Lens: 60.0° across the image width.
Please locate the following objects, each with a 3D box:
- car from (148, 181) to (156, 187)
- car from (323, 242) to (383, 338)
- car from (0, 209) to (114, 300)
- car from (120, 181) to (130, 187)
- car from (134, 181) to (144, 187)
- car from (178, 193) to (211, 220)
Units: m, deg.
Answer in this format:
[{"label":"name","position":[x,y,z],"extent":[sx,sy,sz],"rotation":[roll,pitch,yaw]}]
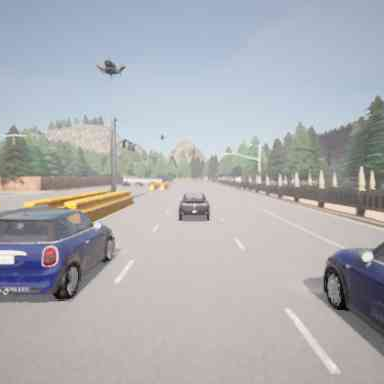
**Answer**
[{"label":"car","position":[-10.103,-2.080,85.374],"extent":[1.882,1.535,5.008],"rotation":[0,3,0]},{"label":"car","position":[3.600,1.287,4.623],"extent":[2.097,1.767,4.553],"rotation":[0,1,0]},{"label":"car","position":[-3.398,1.181,8.197],"extent":[2.097,1.767,4.553],"rotation":[0,2,0]},{"label":"car","position":[-17.102,-2.062,85.472],"extent":[1.837,1.490,4.892],"rotation":[0,3,0]},{"label":"car","position":[-13.603,-2.035,85.396],"extent":[1.812,1.442,4.674],"rotation":[0,3,0]},{"label":"car","position":[0.141,0.785,20.632],"extent":[2.128,1.511,4.902],"rotation":[0,2,0]}]
